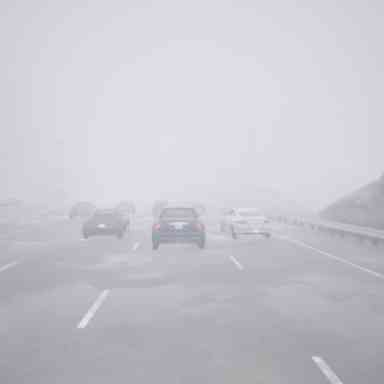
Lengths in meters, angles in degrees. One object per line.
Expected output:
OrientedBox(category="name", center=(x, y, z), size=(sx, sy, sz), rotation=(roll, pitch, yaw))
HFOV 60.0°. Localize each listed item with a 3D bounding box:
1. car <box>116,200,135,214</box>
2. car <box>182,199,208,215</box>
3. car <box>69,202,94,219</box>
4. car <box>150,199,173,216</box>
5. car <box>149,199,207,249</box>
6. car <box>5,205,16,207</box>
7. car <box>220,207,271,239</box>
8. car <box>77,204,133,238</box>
OrientedBox(category="car", center=(-6.958, 1.547, 34.842), size=(1.994, 1.385, 4.181), rotation=(0, 0, -11))
OrientedBox(category="car", center=(0.267, 1.495, 34.334), size=(1.812, 1.442, 4.674), rotation=(0, 0, -10))
OrientedBox(category="car", center=(-9.432, 1.540, 29.085), size=(2.033, 1.411, 5.357), rotation=(0, 0, -10))
OrientedBox(category="car", center=(-3.173, 1.482, 33.692), size=(1.837, 1.490, 4.892), rotation=(0, 0, -10))
OrientedBox(category="car", center=(-0.662, 1.340, 14.766), size=(2.097, 1.767, 4.553), rotation=(0, 0, -4))
OrientedBox(category="car", center=(-23.386, 1.533, 43.267), size=(1.812, 1.442, 4.674), rotation=(0, 0, -15))
OrientedBox(category="car", center=(2.659, 1.506, 17.170), size=(1.812, 1.442, 4.674), rotation=(0, 0, -5))
OrientedBox(category="car", center=(-4.430, 1.557, 17.639), size=(1.994, 1.385, 4.181), rotation=(0, 0, -6))
